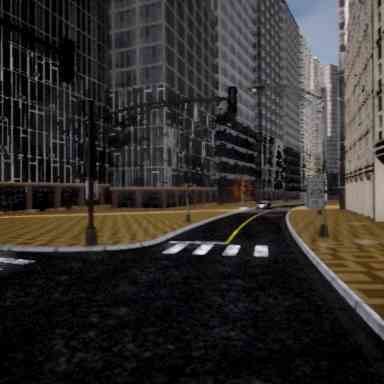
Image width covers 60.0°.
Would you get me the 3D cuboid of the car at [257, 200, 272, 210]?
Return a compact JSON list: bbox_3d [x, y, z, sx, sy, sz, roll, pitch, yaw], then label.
[{"bbox_3d":[11.790,2.080,54.248,2.128,1.511,4.902,0,-1,22],"label":"car"}]
